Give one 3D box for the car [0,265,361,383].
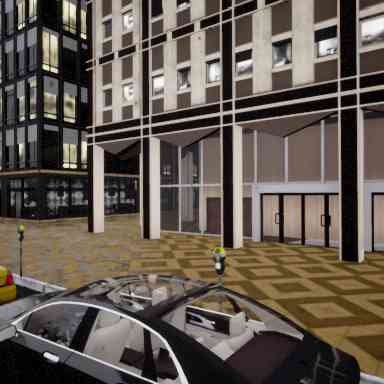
[{"bbox_3d":[-0.680,1.551,3.367,4.403,1.369,2.008,0,0,36],"label":"car"}]
